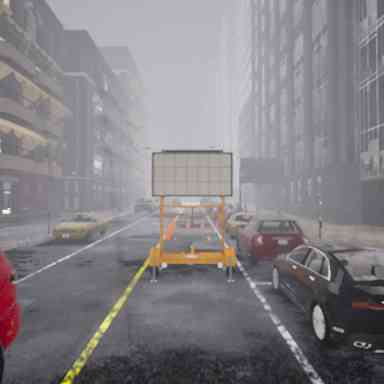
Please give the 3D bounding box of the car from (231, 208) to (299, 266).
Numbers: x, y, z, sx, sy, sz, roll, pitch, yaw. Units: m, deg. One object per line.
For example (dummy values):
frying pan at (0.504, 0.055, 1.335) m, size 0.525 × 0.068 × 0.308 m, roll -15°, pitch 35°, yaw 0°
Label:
car at (2.716, 1.535, 11.869) m, size 1.967 × 1.590 × 4.097 m, roll 1°, pitch 0°, yaw 0°

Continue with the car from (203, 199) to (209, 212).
car at (2.747, 1.873, 40.125) m, size 1.947 × 1.339 × 4.313 m, roll 1°, pitch 0°, yaw 0°

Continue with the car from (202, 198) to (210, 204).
car at (2.754, 1.875, 45.947) m, size 1.752 × 1.417 × 4.829 m, roll 1°, pitch 0°, yaw 0°

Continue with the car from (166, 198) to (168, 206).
car at (-5.614, 1.974, 57.091) m, size 1.887 × 1.381 × 4.507 m, roll 1°, pitch 0°, yaw 0°

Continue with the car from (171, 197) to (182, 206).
car at (-2.928, 1.983, 63.906) m, size 1.837 × 1.490 × 4.892 m, roll 0°, pitch 0°, yaw 0°

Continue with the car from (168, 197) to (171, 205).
car at (-5.608, 2.036, 62.741) m, size 1.947 × 1.339 × 4.313 m, roll 1°, pitch 0°, yaw 0°

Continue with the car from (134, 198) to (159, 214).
car at (-5.629, 1.622, 40.138) m, size 2.192 × 1.841 × 5.009 m, roll 1°, pitch 0°, yaw 0°

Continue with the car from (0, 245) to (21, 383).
car at (-3.098, 1.232, 1.680) m, size 2.150 × 2.045 × 5.566 m, roll 0°, pitch 0°, yaw 0°

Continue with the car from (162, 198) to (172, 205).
car at (-5.594, 2.095, 74.045) m, size 1.887 × 1.381 × 4.507 m, roll 1°, pitch 0°, yaw 0°

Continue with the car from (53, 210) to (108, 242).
car at (-5.659, 1.662, 17.361) m, size 1.752 × 1.417 × 4.829 m, roll 1°, pitch 0°, yaw 0°

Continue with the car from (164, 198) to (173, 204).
car at (-5.588, 2.114, 79.525) m, size 1.752 × 1.417 × 4.829 m, roll 1°, pitch 0°, yaw 0°

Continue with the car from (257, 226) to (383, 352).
car at (2.708, 1.601, 6.216) m, size 2.008 × 1.369 × 4.403 m, roll 1°, pitch 0°, yaw 0°

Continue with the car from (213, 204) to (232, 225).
car at (2.727, 1.764, 23.170) m, size 1.802 × 1.307 × 4.206 m, roll 1°, pitch 0°, yaw 0°

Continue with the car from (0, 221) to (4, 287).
car at (-5.670, 1.490, 6.228) m, size 1.967 × 1.590 × 4.097 m, roll 1°, pitch 0°, yaw 0°

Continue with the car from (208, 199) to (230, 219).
car at (2.735, 1.665, 28.822) m, size 1.967 × 1.590 × 4.097 m, roll 1°, pitch 0°, yaw 0°

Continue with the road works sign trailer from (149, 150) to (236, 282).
road works sign trailer at (0.011, 0.544, 9.991) m, size 2.380 × 3.560 × 2.880 m, roll 0°, pitch 0°, yaw 0°

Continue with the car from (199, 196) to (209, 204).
car at (2.796, 1.905, 79.686) m, size 2.192 × 1.841 × 5.009 m, roll 1°, pitch 0°, yaw 0°

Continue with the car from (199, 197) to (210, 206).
car at (2.783, 1.826, 68.383) m, size 2.192 × 1.841 × 5.009 m, roll 1°, pitch 0°, yaw 0°

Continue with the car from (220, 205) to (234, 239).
car at (2.721, 1.665, 17.690) m, size 1.752 × 1.417 × 4.829 m, roll 1°, pitch 0°, yaw 0°

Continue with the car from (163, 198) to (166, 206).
car at (-5.619, 1.829, 51.439) m, size 1.967 × 1.590 × 4.097 m, roll 1°, pitch 0°, yaw 0°
